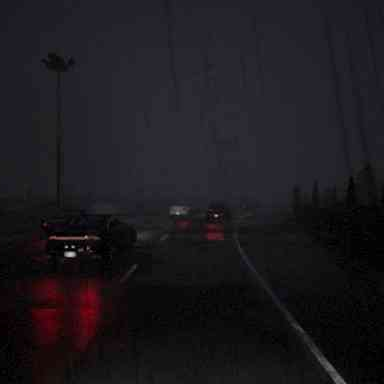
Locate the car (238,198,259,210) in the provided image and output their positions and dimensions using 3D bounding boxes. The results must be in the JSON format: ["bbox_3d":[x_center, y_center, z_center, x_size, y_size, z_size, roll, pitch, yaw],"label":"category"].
[{"bbox_3d":[7.250,1.529,42.272,1.812,1.442,4.674,0,0,22],"label":"car"}]

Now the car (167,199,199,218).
[{"bbox_3d":[-0.648,1.529,29.696,1.812,1.442,4.674,0,0,13],"label":"car"}]

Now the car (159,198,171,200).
[{"bbox_3d":[-4.291,1.605,51.290,1.895,1.301,4.718,0,0,25],"label":"car"}]

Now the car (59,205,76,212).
[{"bbox_3d":[-6.233,1.603,18.349,1.895,1.301,4.718,0,0,6],"label":"car"}]

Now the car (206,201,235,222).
[{"bbox_3d":[2.305,1.507,26.923,1.837,1.490,4.892,0,0,12],"label":"car"}]

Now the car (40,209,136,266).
[{"bbox_3d":[-3.231,1.493,11.522,2.128,1.511,4.902,0,0,2],"label":"car"}]

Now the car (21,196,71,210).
[{"bbox_3d":[-14.506,1.495,32.608,2.128,1.511,4.902,0,0,14],"label":"car"}]

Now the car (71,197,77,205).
[{"bbox_3d":[-16.007,1.355,40.278,2.097,1.767,4.553,0,0,18],"label":"car"}]
